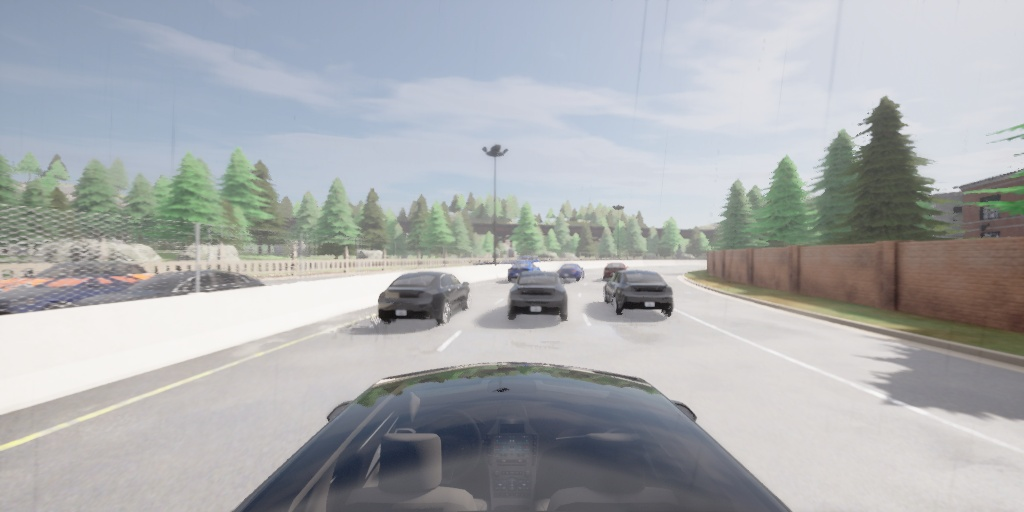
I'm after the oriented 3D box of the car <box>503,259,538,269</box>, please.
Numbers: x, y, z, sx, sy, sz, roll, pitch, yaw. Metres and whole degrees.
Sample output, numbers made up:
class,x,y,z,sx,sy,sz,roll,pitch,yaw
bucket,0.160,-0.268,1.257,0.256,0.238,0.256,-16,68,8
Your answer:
class,x,y,z,sx,sy,sz,roll,pitch,yaw
car,1.101,1.245,29.338,1.882,1.535,5.008,0,0,17

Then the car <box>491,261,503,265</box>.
class,x,y,z,sx,sy,sz,roll,pitch,yaw
car,-0.667,1.296,52.140,1.812,1.442,4.674,0,0,29

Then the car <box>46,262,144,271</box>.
class,x,y,z,sx,sy,sz,roll,pitch,yaw
car,-16.641,1.039,13.759,2.097,1.767,4.553,0,0,7

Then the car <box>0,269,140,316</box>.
class,x,y,z,sx,sy,sz,roll,pitch,yaw
car,-13.417,1.263,11.261,1.994,1.385,4.181,0,0,6

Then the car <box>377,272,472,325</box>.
class,x,y,z,sx,sy,sz,roll,pitch,yaw
car,-2.639,1.249,11.817,1.837,1.490,4.892,0,0,6

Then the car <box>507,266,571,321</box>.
class,x,y,z,sx,sy,sz,roll,pitch,yaw
car,0.991,1.264,12.627,1.837,1.490,4.892,0,0,7

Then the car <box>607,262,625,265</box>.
class,x,y,z,sx,sy,sz,roll,pitch,yaw
car,9.024,1.278,30.977,1.882,1.535,5.008,0,0,19

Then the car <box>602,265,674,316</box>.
class,x,y,z,sx,sy,sz,roll,pitch,yaw
car,4.660,1.279,13.682,1.837,1.490,4.892,0,0,8

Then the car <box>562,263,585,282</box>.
class,x,y,z,sx,sy,sz,roll,pitch,yaw
car,4.889,1.309,29.679,1.812,1.442,4.674,0,0,18

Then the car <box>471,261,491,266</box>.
class,x,y,z,sx,sy,sz,roll,pitch,yaw
car,-4.069,1.358,53.227,1.895,1.301,4.718,0,0,29

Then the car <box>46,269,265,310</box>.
class,x,y,z,sx,sy,sz,roll,pitch,yaw
car,-9.949,1.218,10.936,1.837,1.490,4.892,0,0,6

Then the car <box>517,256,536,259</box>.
class,x,y,z,sx,sy,sz,roll,pitch,yaw
car,1.773,1.001,49.411,2.150,2.045,5.566,0,0,29
